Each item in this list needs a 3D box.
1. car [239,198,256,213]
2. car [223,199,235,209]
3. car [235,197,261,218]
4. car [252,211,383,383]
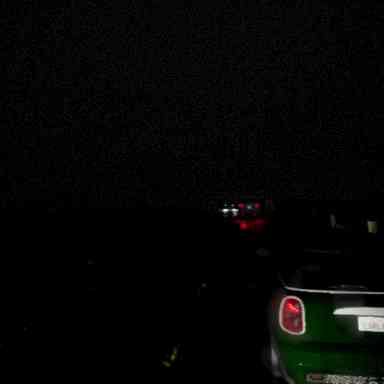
[{"bbox_3d":[7.348,1.701,43.901,2.097,1.767,4.553,-1,-1,9],"label":"car"},{"bbox_3d":[6.302,2.016,54.856,1.837,1.490,4.892,-1,-1,9],"label":"car"},{"bbox_3d":[5.710,1.480,33.291,2.150,2.045,5.566,-1,-1,9],"label":"car"},{"bbox_3d":[2.163,1.364,5.442,2.097,1.767,4.553,-1,-1,9],"label":"car"}]
